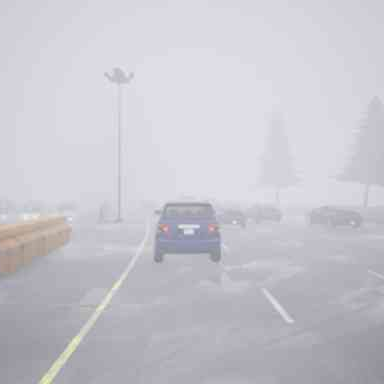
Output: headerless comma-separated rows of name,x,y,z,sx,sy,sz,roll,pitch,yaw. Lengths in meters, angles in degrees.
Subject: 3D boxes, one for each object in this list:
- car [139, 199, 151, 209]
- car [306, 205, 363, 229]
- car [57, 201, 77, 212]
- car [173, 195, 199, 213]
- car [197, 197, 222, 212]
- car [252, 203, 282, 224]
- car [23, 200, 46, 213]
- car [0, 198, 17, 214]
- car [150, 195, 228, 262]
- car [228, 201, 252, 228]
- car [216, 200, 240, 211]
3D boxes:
car,-6.747,1.806,50.333,2.033,1.411,5.357,0,0,-17
car,9.427,1.620,22.437,1.837,1.490,4.892,0,0,-6
car,-15.463,1.814,41.284,1.895,1.301,4.718,0,0,-14
car,-0.834,1.437,41.223,2.150,2.045,5.566,0,0,-13
car,2.215,1.573,43.289,2.097,1.767,4.553,0,0,-13
car,5.417,1.625,26.250,2.128,1.511,4.902,0,0,-8
car,-18.718,1.697,39.768,2.128,1.511,4.902,0,0,-14
car,-22.048,1.551,38.648,2.097,1.767,4.553,0,0,-14
car,-0.242,1.288,12.611,2.150,2.045,5.566,0,0,-3
car,2.340,1.621,22.885,1.837,1.490,4.892,0,-1,-7
car,4.991,1.841,46.793,1.895,1.301,4.718,0,0,-14
